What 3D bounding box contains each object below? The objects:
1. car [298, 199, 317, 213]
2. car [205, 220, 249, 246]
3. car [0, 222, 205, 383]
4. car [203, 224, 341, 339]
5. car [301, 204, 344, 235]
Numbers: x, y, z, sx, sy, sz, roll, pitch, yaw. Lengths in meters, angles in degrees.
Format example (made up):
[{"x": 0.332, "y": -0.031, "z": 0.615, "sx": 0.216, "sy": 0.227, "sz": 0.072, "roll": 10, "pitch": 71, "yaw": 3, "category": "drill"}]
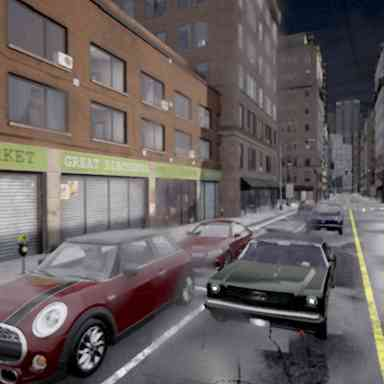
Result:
[{"x": 12.539, "y": 1.493, "z": 35.941, "sx": 1.887, "sy": 1.381, "sz": 4.507, "roll": -1, "pitch": 0, "yaw": 25, "category": "car"}, {"x": 0.813, "y": 1.572, "z": 10.593, "sx": 1.802, "sy": 1.307, "sz": 4.206, "roll": -1, "pitch": 0, "yaw": 25, "category": "car"}, {"x": -1.534, "y": 1.436, "z": 5.524, "sx": 1.967, "sy": 1.590, "sz": 4.097, "roll": -1, "pitch": 0, "yaw": 25, "category": "car"}, {"x": 1.921, "y": 1.594, "z": 6.857, "sx": 1.895, "sy": 1.301, "sz": 4.718, "roll": 0, "pitch": 0, "yaw": 25, "category": "car"}, {"x": 7.618, "y": 1.576, "z": 18.926, "sx": 1.895, "sy": 1.301, "sz": 4.718, "roll": 0, "pitch": 0, "yaw": 25, "category": "car"}]
